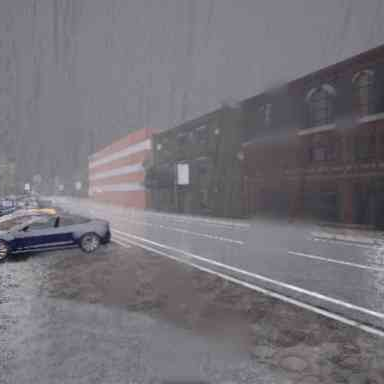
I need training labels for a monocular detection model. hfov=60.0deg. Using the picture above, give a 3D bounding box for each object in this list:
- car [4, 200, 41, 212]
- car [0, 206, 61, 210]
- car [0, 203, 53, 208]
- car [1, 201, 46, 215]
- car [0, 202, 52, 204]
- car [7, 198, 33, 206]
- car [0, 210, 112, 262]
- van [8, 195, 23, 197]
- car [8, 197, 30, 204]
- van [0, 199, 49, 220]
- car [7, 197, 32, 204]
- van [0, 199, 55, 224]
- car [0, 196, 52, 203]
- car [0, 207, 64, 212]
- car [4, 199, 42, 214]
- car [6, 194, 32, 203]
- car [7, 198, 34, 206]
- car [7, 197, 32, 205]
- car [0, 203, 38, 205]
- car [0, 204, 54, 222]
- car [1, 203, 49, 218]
[{"bbox_3d":[-24.206,2.030,47.623,4.674,1.452,2.002,-1,1,-28],"label":"car"},{"bbox_3d":[-8.191,1.704,17.712,4.674,1.452,2.002,-1,0,-28],"label":"car"},{"bbox_3d":[-9.686,1.710,20.117,5.366,1.575,1.946,-1,0,-28],"label":"car"},{"bbox_3d":[-21.530,1.997,42.645,5.008,1.535,2.097,-1,1,-28],"label":"car"},{"bbox_3d":[-12.194,1.801,25.184,5.008,1.535,2.097,-1,0,-28],"label":"car"},{"bbox_3d":[-36.214,1.993,70.040,4.674,1.452,2.002,-1,1,-28],"label":"car"},{"bbox_3d":[-5.547,1.602,12.717,4.792,1.488,2.163,-1,0,-28],"label":"car"},{"bbox_3d":[-33.650,1.737,65.002,4.442,1.987,1.878,-1,1,-28],"label":"van"},{"bbox_3d":[-41.547,1.970,80.008,4.674,1.452,2.002,-1,1,-28],"label":"car"},{"bbox_3d":[-17.574,1.754,34.990,4.442,1.987,1.878,-1,0,-28],"label":"van"},{"bbox_3d":[-40.210,1.937,77.516,5.008,1.535,2.097,-1,1,-28],"label":"car"},{"bbox_3d":[-14.964,1.668,30.115,4.442,1.987,1.878,-1,0,-28],"label":"van"},{"bbox_3d":[-13.504,1.595,27.692,5.566,2.045,2.435,-1,0,-28],"label":"car"},{"bbox_3d":[-6.858,1.658,15.222,4.674,1.452,2.002,-1,0,-28],"label":"car"},{"bbox_3d":[-22.899,1.869,45.117,4.553,1.767,2.185,-1,1,-28],"label":"car"},{"bbox_3d":[-42.863,1.670,82.507,5.566,2.045,2.435,-1,1,-28],"label":"car"},{"bbox_3d":[-34.852,1.986,67.564,4.792,1.488,2.163,-1,1,-28],"label":"car"},{"bbox_3d":[-37.544,1.988,72.534,4.674,1.452,2.002,-1,1,-28],"label":"car"},{"bbox_3d":[-10.852,1.755,22.699,5.008,1.535,2.097,-1,0,-28],"label":"car"},{"bbox_3d":[-16.191,1.978,32.658,4.674,1.452,2.002,-1,0,-28],"label":"car"},{"bbox_3d":[-18.864,2.041,37.652,4.674,1.452,2.002,-1,1,-28],"label":"car"}]
